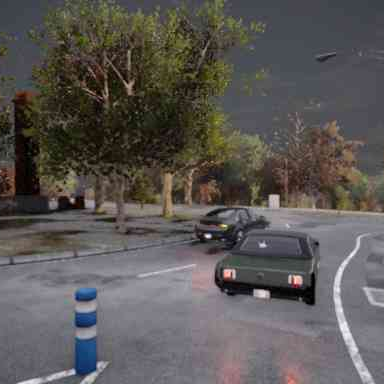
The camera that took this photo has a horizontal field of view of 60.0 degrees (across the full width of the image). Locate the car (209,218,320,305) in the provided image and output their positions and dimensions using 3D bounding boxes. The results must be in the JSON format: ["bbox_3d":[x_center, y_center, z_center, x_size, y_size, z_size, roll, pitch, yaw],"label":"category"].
[{"bbox_3d":[2.122,1.580,8.186,1.895,1.301,4.718,0,0,22],"label":"car"}]

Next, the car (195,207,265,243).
[{"bbox_3d":[1.992,1.452,15.149,1.837,1.490,4.892,1,1,34],"label":"car"}]
